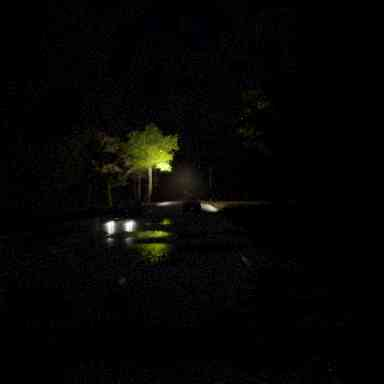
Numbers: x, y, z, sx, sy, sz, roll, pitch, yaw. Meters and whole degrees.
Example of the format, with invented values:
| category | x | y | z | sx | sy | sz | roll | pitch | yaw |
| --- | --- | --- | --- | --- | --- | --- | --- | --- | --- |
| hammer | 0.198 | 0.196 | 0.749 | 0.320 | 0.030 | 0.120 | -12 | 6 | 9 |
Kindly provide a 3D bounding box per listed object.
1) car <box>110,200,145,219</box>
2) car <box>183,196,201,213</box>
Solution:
| category | x | y | z | sx | sy | sz | roll | pitch | yaw |
| --- | --- | --- | --- | --- | --- | --- | --- | --- | --- |
| car | -5.603 | 1.503 | 29.374 | 1.882 | 1.535 | 5.008 | 0 | 0 | 7 |
| car | -0.011 | 1.522 | 36.891 | 1.882 | 1.535 | 5.008 | 0 | 0 | 0 |
